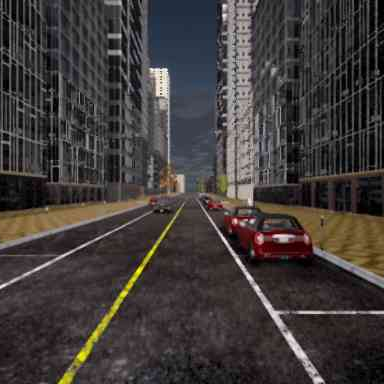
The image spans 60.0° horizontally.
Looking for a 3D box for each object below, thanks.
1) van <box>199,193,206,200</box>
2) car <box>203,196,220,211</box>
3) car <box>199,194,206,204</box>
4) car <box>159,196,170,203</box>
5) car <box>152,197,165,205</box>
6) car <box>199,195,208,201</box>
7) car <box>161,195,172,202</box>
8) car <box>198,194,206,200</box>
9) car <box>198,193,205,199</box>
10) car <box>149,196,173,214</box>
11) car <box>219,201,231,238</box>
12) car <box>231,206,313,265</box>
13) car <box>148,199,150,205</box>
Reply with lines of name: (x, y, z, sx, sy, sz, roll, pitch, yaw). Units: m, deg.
van: (2.695, 1.198, 85.694, 1.690, 1.788, 3.998, 0, 0, 0)
car: (2.693, 1.502, 40.156, 1.887, 1.381, 4.507, 0, 0, 0)
car: (2.693, 1.490, 57.232, 1.947, 1.339, 4.313, 0, 0, 0)
car: (-5.687, 1.444, 68.625, 1.887, 1.381, 4.507, 0, 0, 0)
car: (-5.687, 1.506, 57.240, 1.802, 1.307, 4.206, 0, 0, 0)
car: (2.694, 1.438, 80.001, 1.947, 1.339, 4.313, 0, 0, 0)
car: (-5.687, 1.452, 74.318, 1.947, 1.339, 4.313, 0, 0, 0)
car: (2.695, 1.282, 91.386, 1.967, 1.590, 4.097, 0, 0, 0)
car: (2.694, 1.466, 68.617, 1.947, 1.339, 4.313, 0, 0, 0)
car: (-2.999, 1.511, 35.678, 2.033, 1.411, 5.357, 0, 0, 0)
car: (2.692, 1.425, 17.385, 1.967, 1.590, 4.097, 0, 0, 0)
car: (2.692, 1.431, 11.693, 1.967, 1.590, 4.097, 0, 0, 0)
car: (-5.687, 1.481, 51.547, 1.887, 1.381, 4.507, 0, 0, 0)
